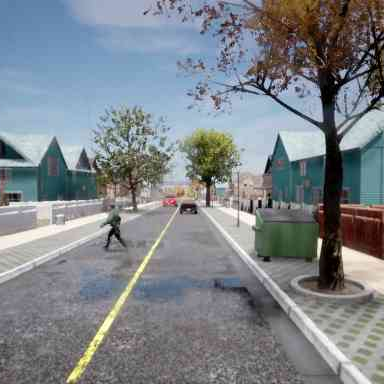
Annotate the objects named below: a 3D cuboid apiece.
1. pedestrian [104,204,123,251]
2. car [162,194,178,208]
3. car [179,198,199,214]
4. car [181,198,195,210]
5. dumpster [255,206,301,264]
[{"bbox_3d":[-2.912,1.303,12.342,0.375,1.860,0.375,-2,2,-2],"label":"pedestrian"},{"bbox_3d":[-3.499,1.409,53.338,2.150,2.045,5.566,0,0,-1],"label":"car"},{"bbox_3d":[-0.367,1.590,36.781,1.837,1.490,4.892,0,-1,-1],"label":"car"},{"bbox_3d":[-0.512,1.619,46.626,1.882,1.535,5.008,0,0,-1],"label":"car"},{"bbox_3d":[2.892,1.403,11.490,1.020,1.700,1.940,2,2,-1],"label":"dumpster"}]
